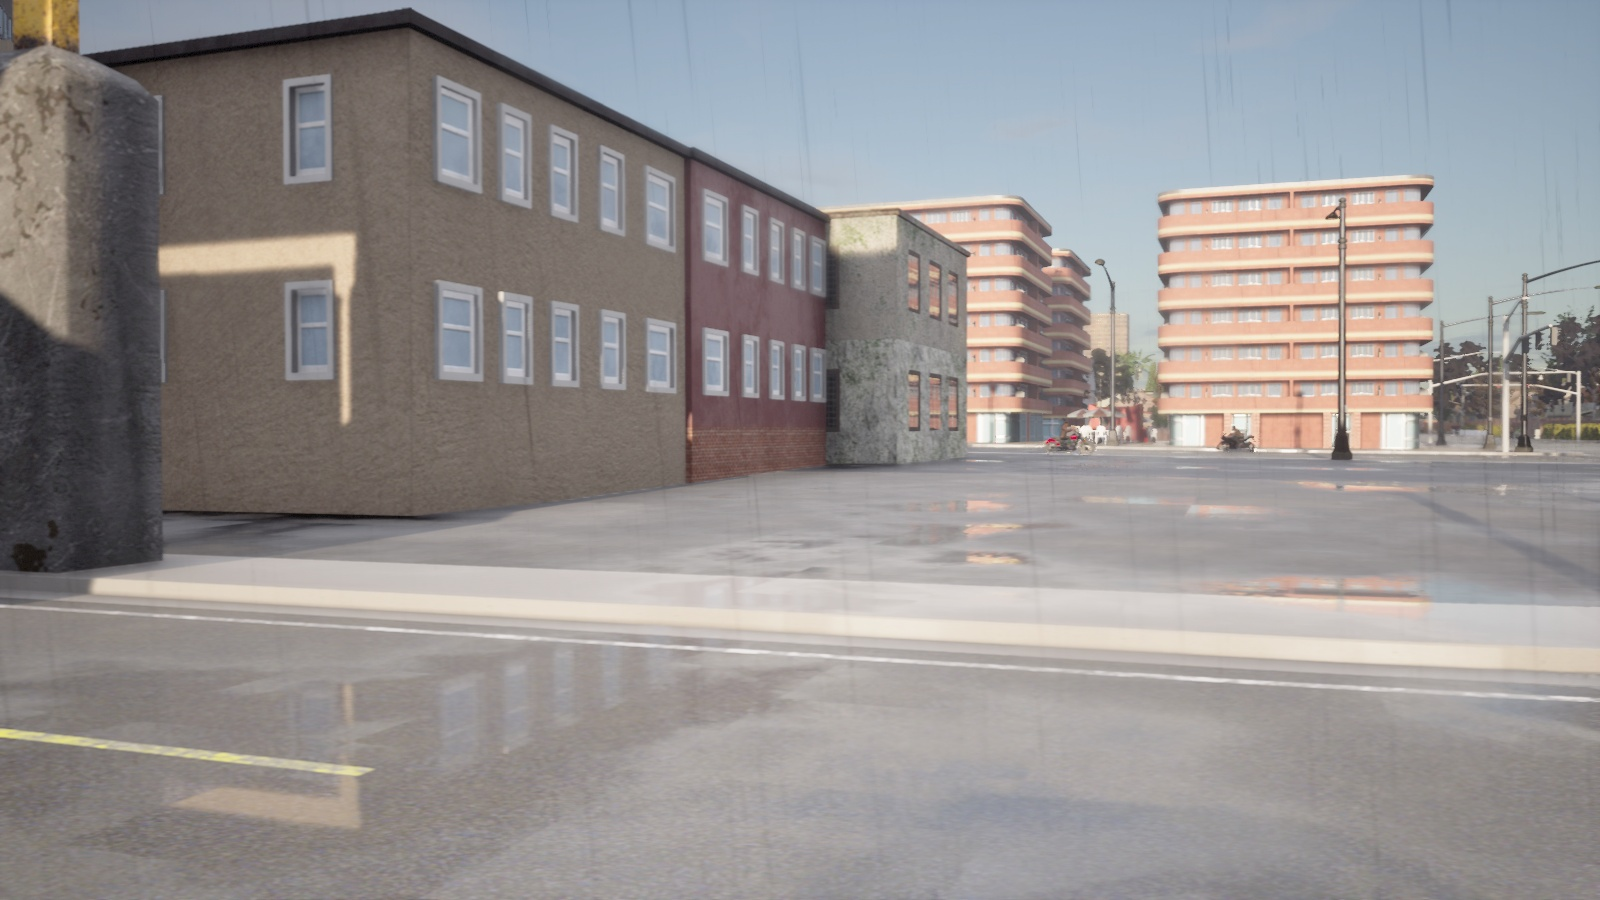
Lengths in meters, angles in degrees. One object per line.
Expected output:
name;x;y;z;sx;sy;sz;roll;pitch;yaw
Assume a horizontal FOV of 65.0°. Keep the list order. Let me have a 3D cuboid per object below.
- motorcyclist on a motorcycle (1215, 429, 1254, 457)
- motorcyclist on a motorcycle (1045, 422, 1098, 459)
motorcyclist on a motorcycle;24.357;-0.419;70.370;2.044;1.523;0.797;1;1;20
motorcyclist on a motorcycle;12.885;-0.458;59.621;2.350;1.649;0.766;2;2;20
